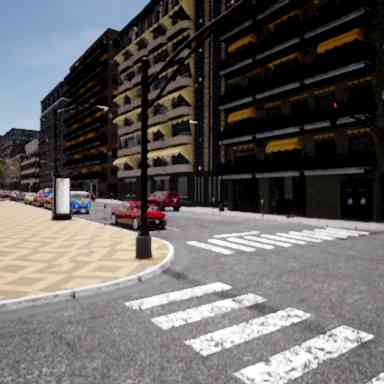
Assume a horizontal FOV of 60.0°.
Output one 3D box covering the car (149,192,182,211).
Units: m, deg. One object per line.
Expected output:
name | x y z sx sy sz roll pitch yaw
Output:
car | -2.964 0.893 32.701 2.192 1.841 5.009 2 0 -36

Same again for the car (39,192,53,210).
car | -13.069 0.976 32.319 1.887 1.381 4.507 2 0 -36

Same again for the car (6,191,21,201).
car | -26.414 0.522 50.589 1.967 1.590 4.097 2 0 -36

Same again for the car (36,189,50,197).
car | -33.001 0.231 73.808 1.967 1.590 4.097 2 0 -36

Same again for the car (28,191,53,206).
car | -16.406 0.889 36.886 1.887 1.381 4.507 2 0 -36

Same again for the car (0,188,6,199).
car | -33.092 0.452 59.724 1.887 1.381 4.507 2 0 -36

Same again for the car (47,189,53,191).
car | -26.430 0.489 64.811 1.752 1.417 4.829 2 0 -36

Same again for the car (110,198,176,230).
car | -3.058 1.239 18.617 1.887 1.381 4.507 2 0 -36

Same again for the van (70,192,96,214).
van | -9.726 0.860 27.751 1.690 1.788 3.998 2 0 -36

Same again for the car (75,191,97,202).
car | -16.315 0.668 50.971 1.967 1.590 4.097 2 0 -36

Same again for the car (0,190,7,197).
car | -39.766 0.283 68.858 2.008 1.369 4.403 2 0 -36

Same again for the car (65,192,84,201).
car | -19.656 0.707 55.538 1.947 1.339 4.313 2 0 -36

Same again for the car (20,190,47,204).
car | -19.642 0.785 41.317 1.752 1.417 4.829 2 0 -36

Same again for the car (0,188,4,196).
car | -43.097 -0.040 73.425 2.192 1.841 5.009 2 0 -36
